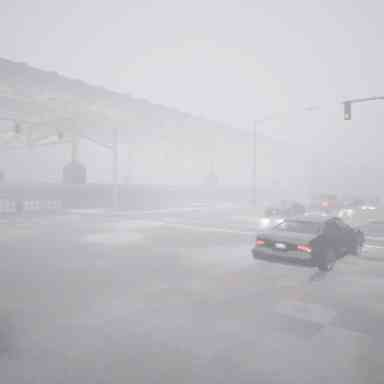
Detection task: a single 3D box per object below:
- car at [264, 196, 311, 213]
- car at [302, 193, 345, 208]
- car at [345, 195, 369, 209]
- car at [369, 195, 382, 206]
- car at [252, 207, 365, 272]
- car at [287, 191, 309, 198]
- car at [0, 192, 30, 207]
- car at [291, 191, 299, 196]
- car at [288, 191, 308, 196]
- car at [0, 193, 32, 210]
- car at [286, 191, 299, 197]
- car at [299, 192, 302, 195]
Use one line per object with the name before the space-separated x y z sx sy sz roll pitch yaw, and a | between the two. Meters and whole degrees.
car | 7.298 1.275 25.831 1.994 1.385 4.181 2 1 40
car | 12.860 1.045 32.463 2.097 1.767 4.553 2 1 40
car | 19.343 1.163 40.168 2.128 1.511 4.902 2 1 40
car | 25.980 1.143 48.009 2.128 1.511 4.902 2 1 40
car | 3.908 1.439 10.556 2.033 1.411 5.357 2 1 40
car | 26.443 0.594 82.798 4.974 1.542 2.038 0 1 -22
car | -16.581 0.620 28.689 4.536 1.218 1.853 0 1 -22
car | 20.658 0.632 74.633 4.974 1.542 2.038 1 1 -7
car | 26.397 0.436 82.776 4.536 1.218 1.853 0 1 -22
car | -16.535 0.778 28.710 4.974 1.542 2.038 0 1 -22
car | 23.611 0.464 78.224 1.853 1.218 4.536 1 1 3
car | 23.606 0.622 78.175 2.038 1.542 4.974 1 1 3
